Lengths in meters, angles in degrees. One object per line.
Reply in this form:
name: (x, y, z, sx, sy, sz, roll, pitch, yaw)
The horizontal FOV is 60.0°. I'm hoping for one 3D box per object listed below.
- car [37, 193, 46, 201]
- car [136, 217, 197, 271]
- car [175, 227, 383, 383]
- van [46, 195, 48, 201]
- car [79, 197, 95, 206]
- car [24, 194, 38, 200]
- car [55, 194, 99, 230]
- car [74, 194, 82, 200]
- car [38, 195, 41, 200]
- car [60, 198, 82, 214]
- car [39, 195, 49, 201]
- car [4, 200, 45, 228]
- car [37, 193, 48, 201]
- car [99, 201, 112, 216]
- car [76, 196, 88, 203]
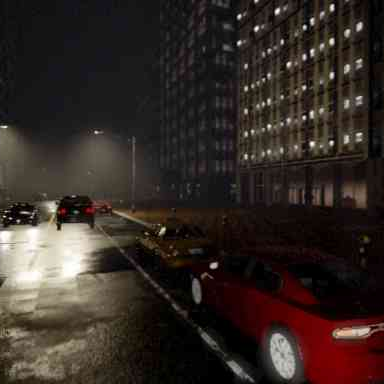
car: (-30.589, 1.259, 65.662, 2.192, 1.841, 5.009, -1, 0, -21)
car: (-0.697, 1.507, 10.840, 1.752, 1.417, 4.829, -1, 0, -21)
car: (1.375, 1.531, 5.409, 1.887, 1.381, 4.507, -1, 0, -21)
van: (-34.611, 1.270, 76.204, 1.690, 1.788, 3.998, -1, 0, -21)
car: (-16.729, 1.488, 52.857, 2.008, 1.369, 4.403, -1, 0, -21)
car: (-24.493, 1.490, 49.693, 1.752, 1.417, 4.829, -1, 0, -21)
car: (-7.530, 1.204, 21.432, 2.150, 2.045, 5.566, 0, 1, -21)
car: (-30.813, 1.326, 89.760, 1.967, 1.590, 4.097, -1, 0, -21)
car: (-26.563, 1.540, 55.123, 1.802, 1.307, 4.206, -1, 0, -21)
car: (-13.493, 1.457, 37.077, 2.128, 1.511, 4.902, 0, 0, -21)
car: (-38.631, 1.464, 86.747, 2.008, 1.369, 4.403, -1, 0, -21)
car: (-11.154, 1.494, 22.113, 1.837, 1.490, 4.892, 0, 0, -21)
car: (-36.622, 1.236, 81.475, 2.192, 1.841, 5.009, -1, 0, -21)
car: (-8.683, 1.506, 31.769, 1.887, 1.381, 4.507, -1, 0, -21)
car: (-22.764, 1.467, 68.673, 2.008, 1.369, 4.403, -1, 0, -21)
